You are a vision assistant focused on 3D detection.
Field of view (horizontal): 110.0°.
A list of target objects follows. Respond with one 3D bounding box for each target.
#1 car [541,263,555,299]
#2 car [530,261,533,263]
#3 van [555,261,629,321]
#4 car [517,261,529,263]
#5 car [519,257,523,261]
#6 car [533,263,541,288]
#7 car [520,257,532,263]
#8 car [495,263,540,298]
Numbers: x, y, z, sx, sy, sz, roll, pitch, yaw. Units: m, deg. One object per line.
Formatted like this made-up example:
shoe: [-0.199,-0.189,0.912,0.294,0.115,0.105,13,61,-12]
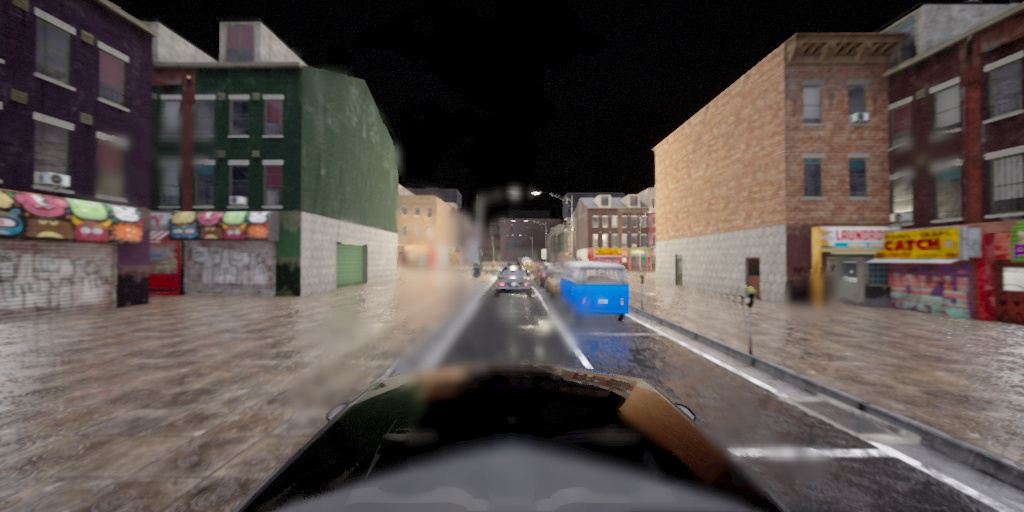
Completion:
car: [2.639,1.272,17.924,1.751,1.417,4.829,0,0,0]
car: [2.639,1.296,28.835,1.888,1.381,4.507,0,0,0]
van: [2.638,1.087,12.213,1.690,1.789,3.998,0,0,0]
car: [0.101,1.315,28.870,1.994,1.385,4.181,0,0,0]
car: [2.642,1.232,61.183,1.967,1.591,4.097,0,0,0]
car: [2.639,1.188,23.294,1.967,1.591,4.097,0,0,0]
car: [2.642,1.307,55.849,1.751,1.417,4.829,0,0,0]
car: [0.099,1.295,18.555,2.033,1.411,5.357,0,0,0]
